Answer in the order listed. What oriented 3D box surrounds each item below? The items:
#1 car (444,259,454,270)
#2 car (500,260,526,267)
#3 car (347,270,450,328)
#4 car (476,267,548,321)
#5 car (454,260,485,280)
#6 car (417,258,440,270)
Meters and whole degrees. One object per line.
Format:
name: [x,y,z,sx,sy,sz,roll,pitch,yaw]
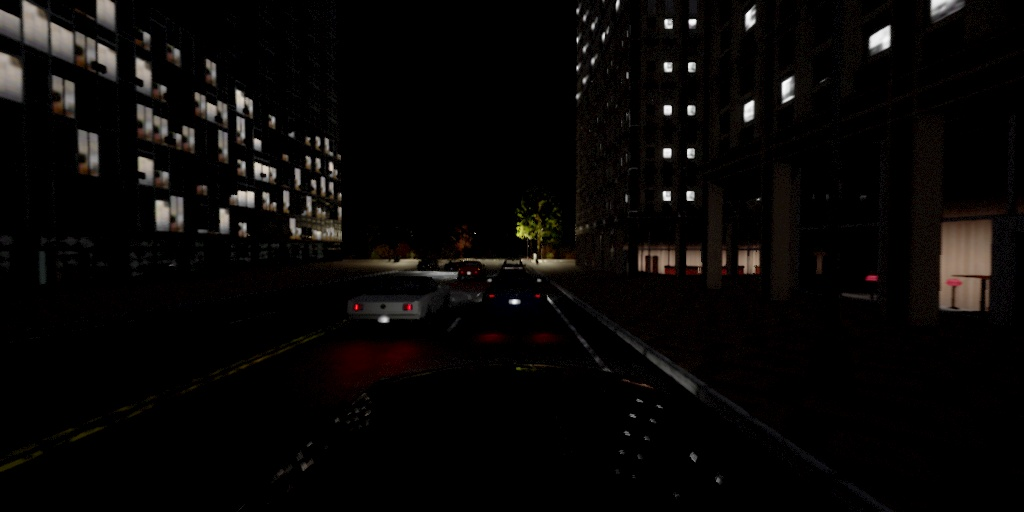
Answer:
car: [-6.606,1.055,41.312,1.895,1.301,4.718,0,0,0]
car: [0.077,1.052,27.639,2.128,1.511,4.902,0,0,0]
car: [-3.170,1.283,11.126,1.895,1.301,4.718,0,0,0]
car: [0.080,1.239,12.058,1.994,1.385,4.181,0,0,0]
car: [-3.170,1.078,28.641,1.812,1.442,4.674,0,0,0]
car: [-9.851,0.951,42.472,1.837,1.490,4.892,0,0,0]
